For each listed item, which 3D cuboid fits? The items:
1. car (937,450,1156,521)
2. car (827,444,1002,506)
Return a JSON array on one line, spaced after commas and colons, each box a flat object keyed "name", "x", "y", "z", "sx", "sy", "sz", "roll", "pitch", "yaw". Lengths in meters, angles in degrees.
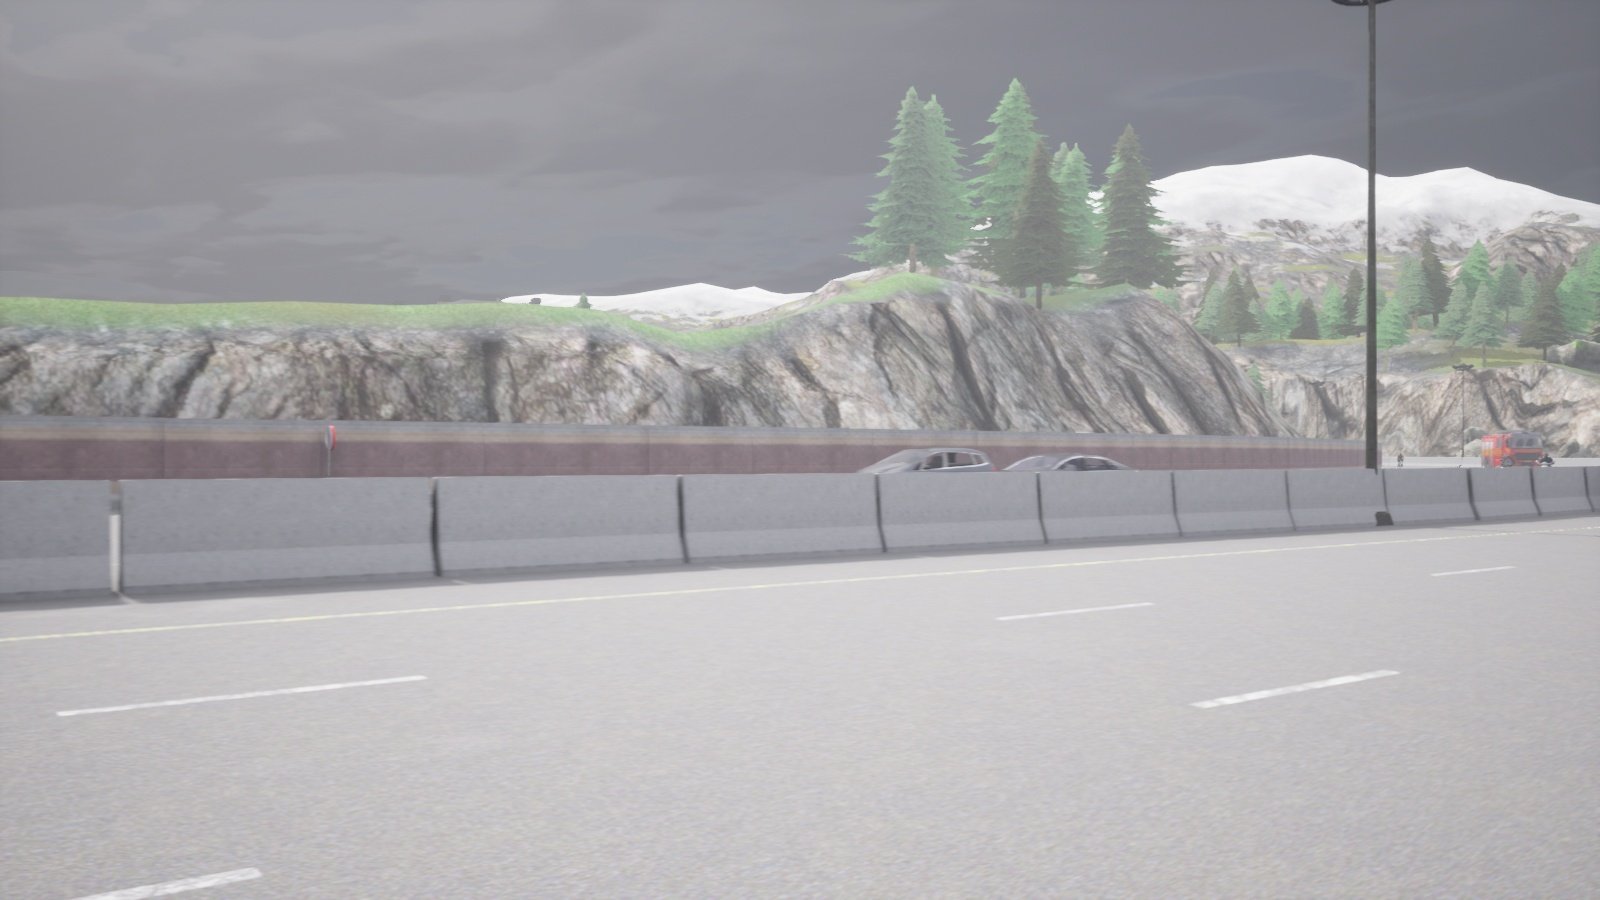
[{"name": "car", "x": 5.727, "y": 0.759, "z": 28.962, "sx": 4.902, "sy": 1.511, "sz": 2.128, "roll": 0, "pitch": 0, "yaw": -35}, {"name": "car", "x": 3.288, "y": 0.669, "z": 35.785, "sx": 4.611, "sy": 1.667, "sz": 2.242, "roll": 0, "pitch": 0, "yaw": -35}]
